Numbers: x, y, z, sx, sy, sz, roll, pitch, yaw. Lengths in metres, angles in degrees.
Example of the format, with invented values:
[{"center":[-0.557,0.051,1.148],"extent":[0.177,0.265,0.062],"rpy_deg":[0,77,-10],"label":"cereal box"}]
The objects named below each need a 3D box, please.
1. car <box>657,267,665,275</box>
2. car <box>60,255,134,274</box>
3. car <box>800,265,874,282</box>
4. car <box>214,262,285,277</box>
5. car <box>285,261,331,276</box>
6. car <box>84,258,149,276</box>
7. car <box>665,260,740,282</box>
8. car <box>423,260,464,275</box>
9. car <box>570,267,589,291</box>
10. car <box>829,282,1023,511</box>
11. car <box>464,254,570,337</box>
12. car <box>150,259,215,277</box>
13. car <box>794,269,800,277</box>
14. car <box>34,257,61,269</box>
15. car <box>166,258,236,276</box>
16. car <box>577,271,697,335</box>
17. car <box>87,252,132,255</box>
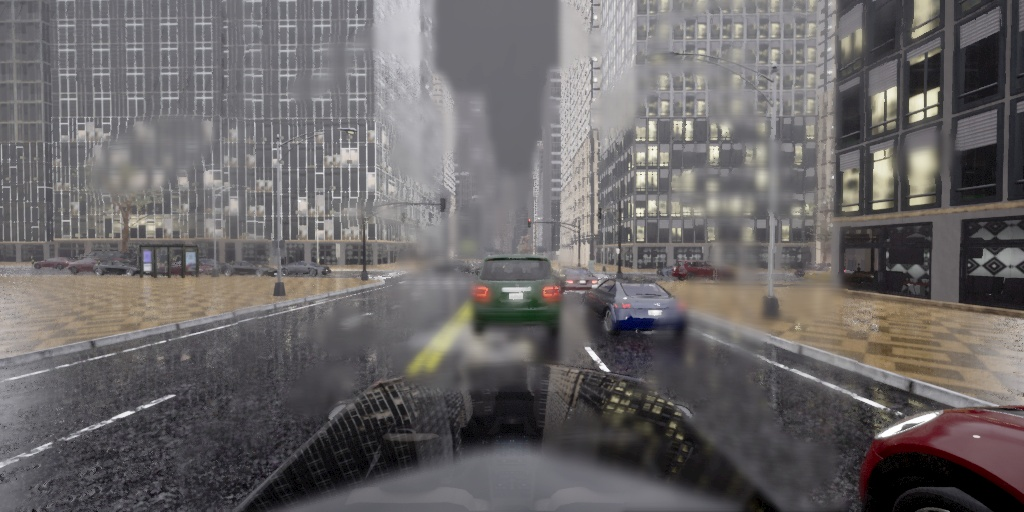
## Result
[{"center":[16.939,1.430,36.287],"extent":[4.181,1.385,1.994],"rpy_deg":[0,1,1],"label":"car"},{"center":[-39.447,0.937,34.208],"extent":[4.674,1.442,1.812],"rpy_deg":[1,1,2],"label":"car"},{"center":[27.694,1.578,30.307],"extent":[4.829,1.417,1.751],"rpy_deg":[0,0,1],"label":"car"},{"center":[-22.678,1.174,31.123],"extent":[4.313,1.339,1.948],"rpy_deg":[0,0,1],"label":"car"},{"center":[-19.406,1.157,33.758],"extent":[4.181,1.385,1.994],"rpy_deg":[1,1,1],"label":"car"},{"center":[-34.042,1.069,31.450],"extent":[4.313,1.339,1.948],"rpy_deg":[0,0,1],"label":"car"},{"center":[16.246,1.269,30.524],"extent":[5.009,1.841,2.192],"rpy_deg":[0,0,1],"label":"car"},{"center":[-6.599,1.162,36.693],"extent":[4.892,1.490,1.837],"rpy_deg":[1,1,1],"label":"car"},{"center":[3.385,1.288,19.730],"extent":[2.033,1.411,5.357],"rpy_deg":[0,0,0],"label":"car"},{"center":[3.344,1.103,0.444],"extent":[2.097,1.767,4.553],"rpy_deg":[0,0,0],"label":"car"},{"center":[0.115,0.967,10.394],"extent":[2.150,2.045,5.566],"rpy_deg":[0,0,0],"label":"car"},{"center":[-28.361,1.138,31.267],"extent":[4.207,1.307,1.802],"rpy_deg":[0,0,1],"label":"car"},{"center":[30.925,1.552,36.014],"extent":[4.181,1.385,1.994],"rpy_deg":[0,1,2],"label":"car"},{"center":[-50.899,0.793,40.257],"extent":[4.207,1.307,1.802],"rpy_deg":[0,0,1],"label":"car"},{"center":[-29.375,0.995,33.978],"extent":[4.902,1.511,2.128],"rpy_deg":[1,1,1],"label":"car"},{"center":[3.372,1.310,10.488],"extent":[1.994,1.385,4.181],"rpy_deg":[0,0,-1],"label":"car"},{"center":[-42.703,0.551,37.467],"extent":[5.566,2.045,2.150],"rpy_deg":[1,1,1],"label":"car"}]
